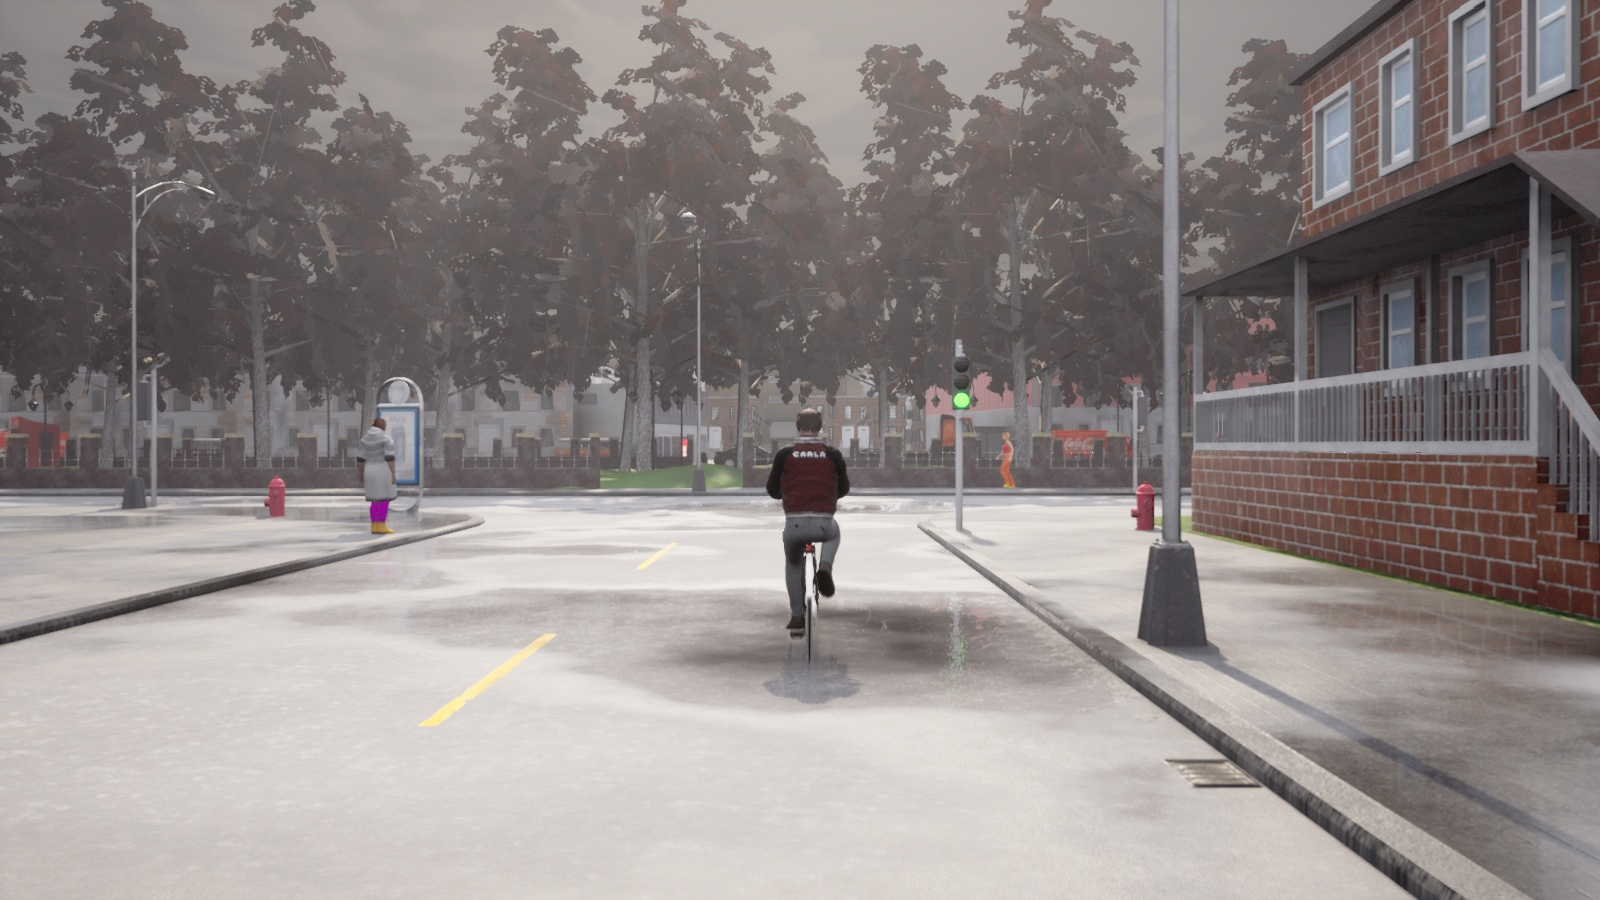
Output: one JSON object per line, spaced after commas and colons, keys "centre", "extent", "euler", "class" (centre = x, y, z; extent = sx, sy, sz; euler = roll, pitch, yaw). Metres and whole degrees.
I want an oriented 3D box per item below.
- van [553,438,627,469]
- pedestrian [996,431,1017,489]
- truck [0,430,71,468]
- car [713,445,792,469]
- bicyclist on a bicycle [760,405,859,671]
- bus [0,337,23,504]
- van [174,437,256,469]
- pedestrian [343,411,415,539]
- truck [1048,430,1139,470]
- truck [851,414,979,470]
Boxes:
{"centre": [-13.387, 0.210, 80.329], "extent": [4.442, 1.987, 1.775], "euler": [0, 0, 0], "class": "van"}
{"centre": [6.621, 0.323, 40.298], "extent": [0.594, 1.836, 0.345], "euler": [0, 0, 0], "class": "pedestrian"}
{"centre": [-52.396, -0.075, 84.463], "extent": [5.204, 2.467, 2.627], "euler": [0, 0, 0], "class": "truck"}
{"centre": [-3.019, 0.444, 80.282], "extent": [5.008, 1.535, 1.882], "euler": [0, 0, 0], "class": "car"}
{"centre": [0.068, 0.586, 9.308], "extent": [0.659, 1.776, 1.843], "euler": [0, 0, 0], "class": "bicyclist on a bicycle"}
{"centre": [-25.577, -0.758, 31.098], "extent": [10.273, 4.253, 3.944], "euler": [0, 0, 1], "class": "bus"}
{"centre": [-37.432, 0.191, 80.413], "extent": [4.442, 1.987, 1.775], "euler": [0, 0, 0], "class": "van"}
{"centre": [-6.633, 0.383, 19.804], "extent": [0.659, 1.952, 0.873], "euler": [0, 0, 28], "class": "pedestrian"}
{"centre": [18.661, -0.002, 80.177], "extent": [5.204, 2.467, 2.627], "euler": [0, 0, 0], "class": "truck"}
{"centre": [7.252, -0.507, 80.229], "extent": [7.936, 3.462, 2.891], "euler": [0, 0, 0], "class": "truck"}
